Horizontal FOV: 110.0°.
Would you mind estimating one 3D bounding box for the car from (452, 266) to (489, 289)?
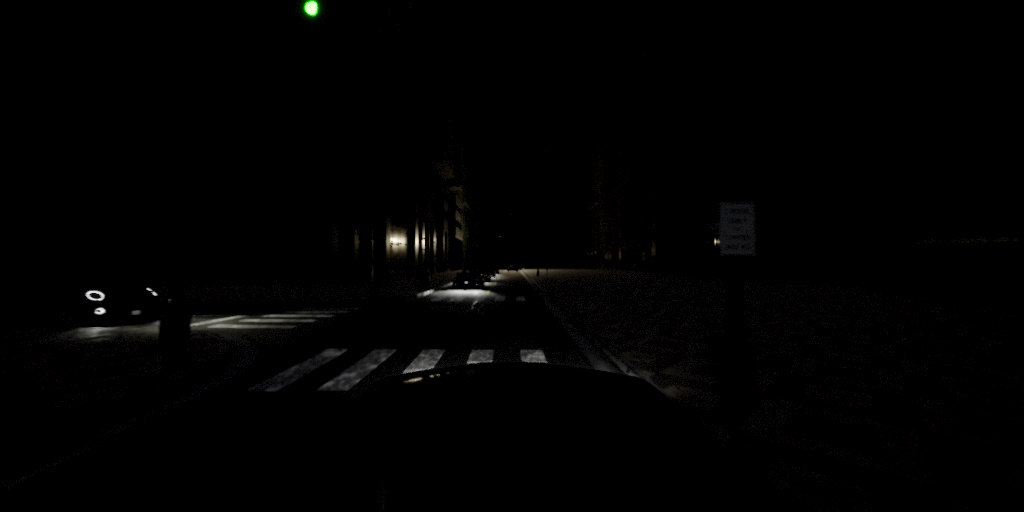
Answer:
[{"bbox_3d":[-3.073,1.637,26.246,1.994,1.385,4.181,0,-1,1],"label":"car"}]

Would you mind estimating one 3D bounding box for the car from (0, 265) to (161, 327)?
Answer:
[{"bbox_3d":[-13.834,1.159,11.153,4.553,1.767,2.097,0,-2,1],"label":"car"}]

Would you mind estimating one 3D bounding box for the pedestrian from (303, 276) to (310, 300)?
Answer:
[{"bbox_3d":[-9.995,1.171,17.423,0.375,1.860,0.375,0,-2,0],"label":"pedestrian"}]

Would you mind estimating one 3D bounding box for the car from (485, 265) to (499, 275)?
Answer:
[{"bbox_3d":[-3.010,2.142,55.643,1.895,1.301,4.718,0,-1,0],"label":"car"}]

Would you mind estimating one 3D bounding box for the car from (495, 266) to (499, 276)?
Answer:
[{"bbox_3d":[-3.059,1.873,45.419,1.837,1.490,4.892,0,-1,0],"label":"car"}]

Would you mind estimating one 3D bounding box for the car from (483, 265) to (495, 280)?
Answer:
[{"bbox_3d":[-3.074,1.759,35.567,2.033,1.411,5.357,0,-1,0],"label":"car"}]
